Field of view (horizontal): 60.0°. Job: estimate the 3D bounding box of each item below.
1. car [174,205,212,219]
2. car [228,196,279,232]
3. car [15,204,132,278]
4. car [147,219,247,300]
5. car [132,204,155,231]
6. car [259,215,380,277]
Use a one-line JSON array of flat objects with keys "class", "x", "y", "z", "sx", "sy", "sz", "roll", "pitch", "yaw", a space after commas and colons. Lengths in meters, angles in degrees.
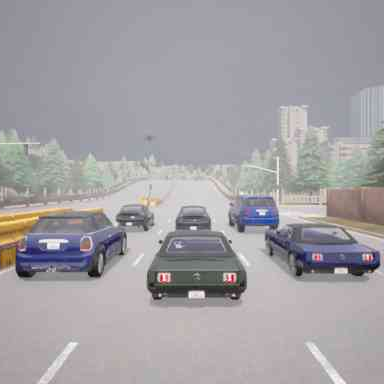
[{"class": "car", "x": 0.065, "y": 1.505, "z": 18.585, "sx": 1.837, "sy": 1.490, "sz": 4.892, "roll": 0, "pitch": 0, "yaw": 0}, {"class": "car", "x": 3.583, "y": 1.221, "z": 20.059, "sx": 2.150, "sy": 2.045, "sz": 5.566, "roll": 0, "pitch": 0, "yaw": -2}, {"class": "car", "x": -3.419, "y": 1.352, "z": 10.321, "sx": 2.097, "sy": 1.767, "sz": 4.553, "roll": 0, "pitch": 0, "yaw": 0}, {"class": "car", "x": 0.085, "y": 1.601, "z": 8.348, "sx": 1.895, "sy": 1.301, "sz": 4.718, "roll": 0, "pitch": 0, "yaw": 0}, {"class": "car", "x": -3.440, "y": 1.505, "z": 20.582, "sx": 1.837, "sy": 1.490, "sz": 4.892, "roll": 0, "pitch": 0, "yaw": 0}, {"class": "car", "x": 3.580, "y": 1.600, "z": 10.207, "sx": 1.895, "sy": 1.301, "sz": 4.718, "roll": 0, "pitch": 0, "yaw": 0}]
